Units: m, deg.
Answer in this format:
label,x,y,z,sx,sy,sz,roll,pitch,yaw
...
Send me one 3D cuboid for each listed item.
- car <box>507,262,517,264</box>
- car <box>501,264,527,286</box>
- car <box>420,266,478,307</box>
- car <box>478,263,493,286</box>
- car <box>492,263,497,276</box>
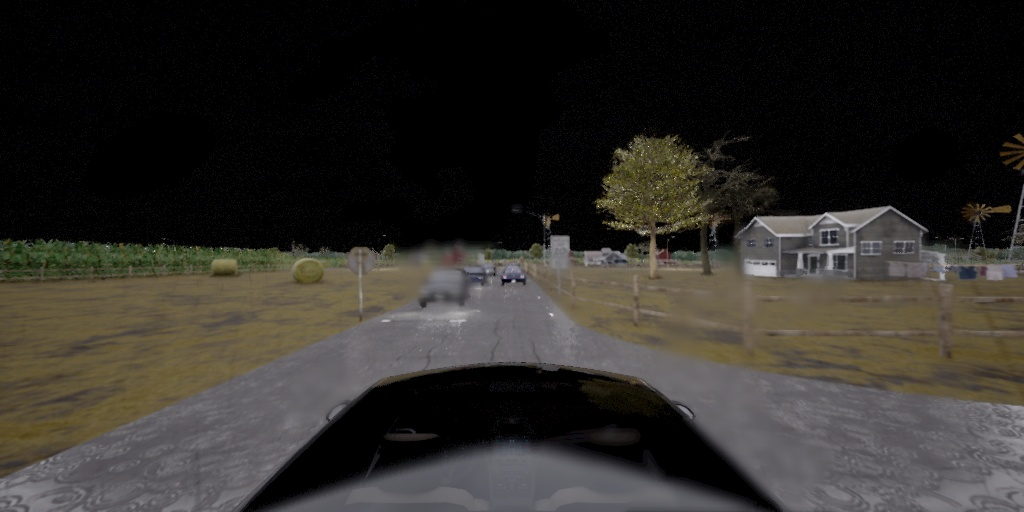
label,x,y,z,sx,sy,sz,roll,pitch,yaw
car,0.127,1.579,37.555,2.033,1.411,5.357,-1,-1,1
car,0.122,1.523,27.423,1.895,1.301,4.718,-1,-1,0
car,-2.804,1.348,16.159,1.837,1.490,4.892,-1,-1,-1
car,-2.824,1.502,27.589,2.033,1.411,5.357,-1,-1,0
car,-2.781,1.606,42.057,2.128,1.511,4.902,-1,-1,0
